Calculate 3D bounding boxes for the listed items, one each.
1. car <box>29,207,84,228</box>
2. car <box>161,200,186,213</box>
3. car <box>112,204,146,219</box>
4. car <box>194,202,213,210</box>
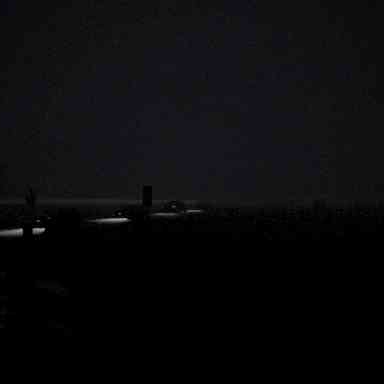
[{"bbox_3d":[-9.809,1.821,24.428,1.994,1.385,4.181,-1,-1,18],"label":"car"},{"bbox_3d":[-2.513,1.937,45.309,2.097,1.767,4.553,-1,-1,21],"label":"car"},{"bbox_3d":[-6.446,1.974,34.443,1.994,1.385,4.181,-1,-1,19],"label":"car"},{"bbox_3d":[1.950,2.380,56.744,1.895,1.301,4.718,-1,-1,22],"label":"car"}]
